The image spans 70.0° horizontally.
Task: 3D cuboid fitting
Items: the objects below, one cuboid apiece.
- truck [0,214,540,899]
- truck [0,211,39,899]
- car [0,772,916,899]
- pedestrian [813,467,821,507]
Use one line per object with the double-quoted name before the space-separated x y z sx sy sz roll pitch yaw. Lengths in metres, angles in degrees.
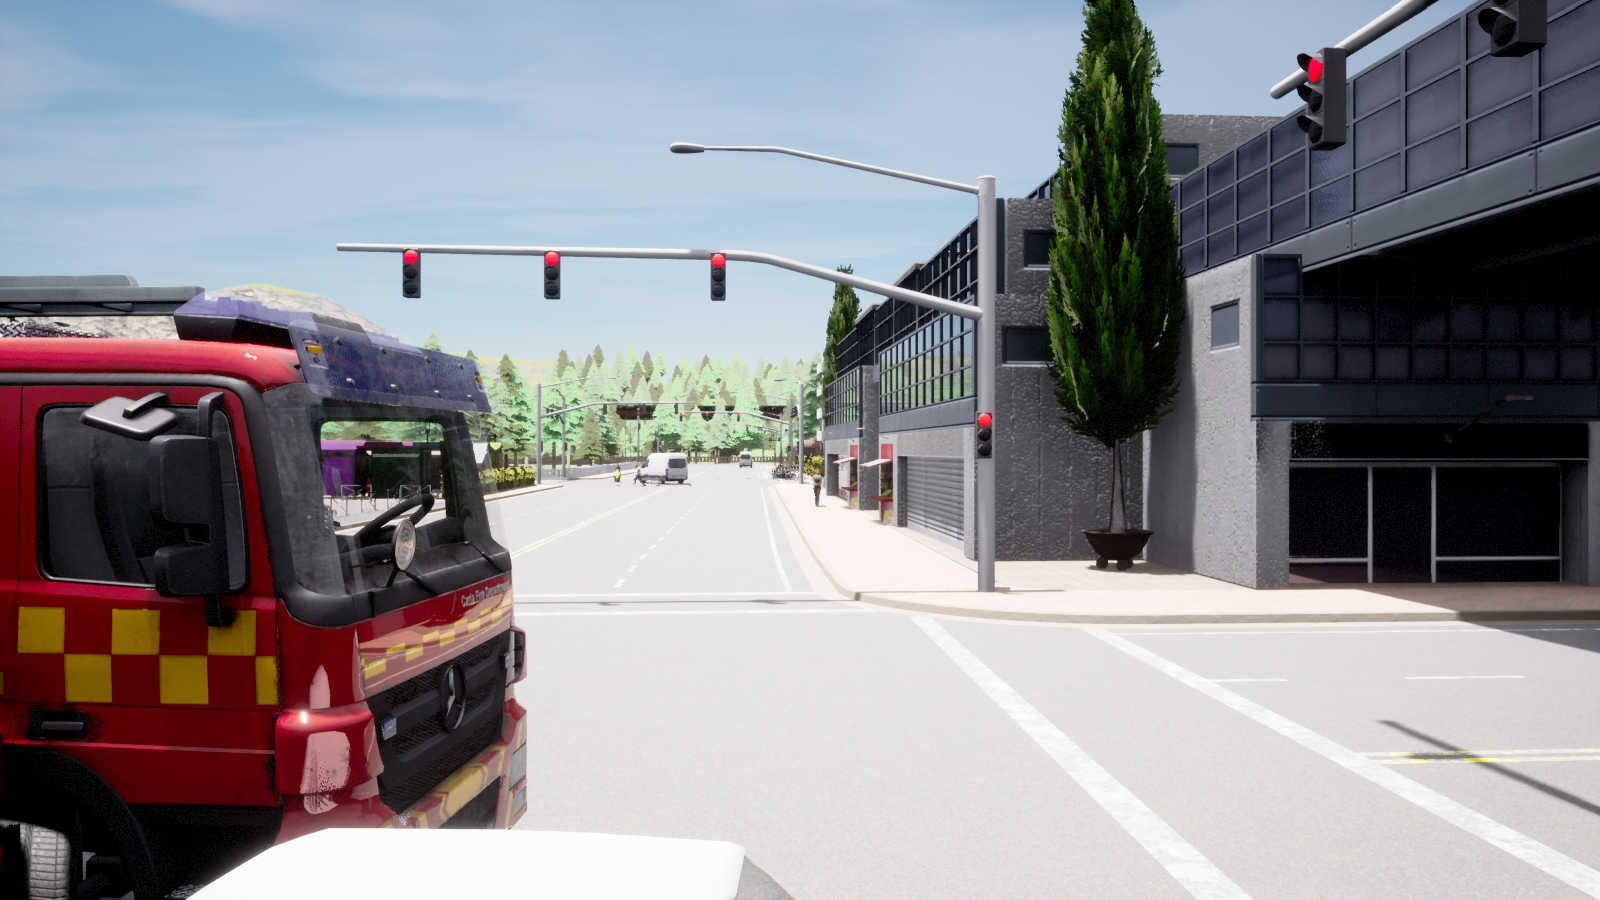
"truck" -6.102 0.890 6.659 8.468 3.827 2.891 0 0 4
"truck" -7.587 0.890 3.490 8.468 3.827 2.891 0 0 -3
"car" -1.549 2.065 3.579 3.806 1.475 1.970 0 0 5
"pedestrian" 0.795 1.696 52.720 0.375 1.860 0.375 0 0 0
